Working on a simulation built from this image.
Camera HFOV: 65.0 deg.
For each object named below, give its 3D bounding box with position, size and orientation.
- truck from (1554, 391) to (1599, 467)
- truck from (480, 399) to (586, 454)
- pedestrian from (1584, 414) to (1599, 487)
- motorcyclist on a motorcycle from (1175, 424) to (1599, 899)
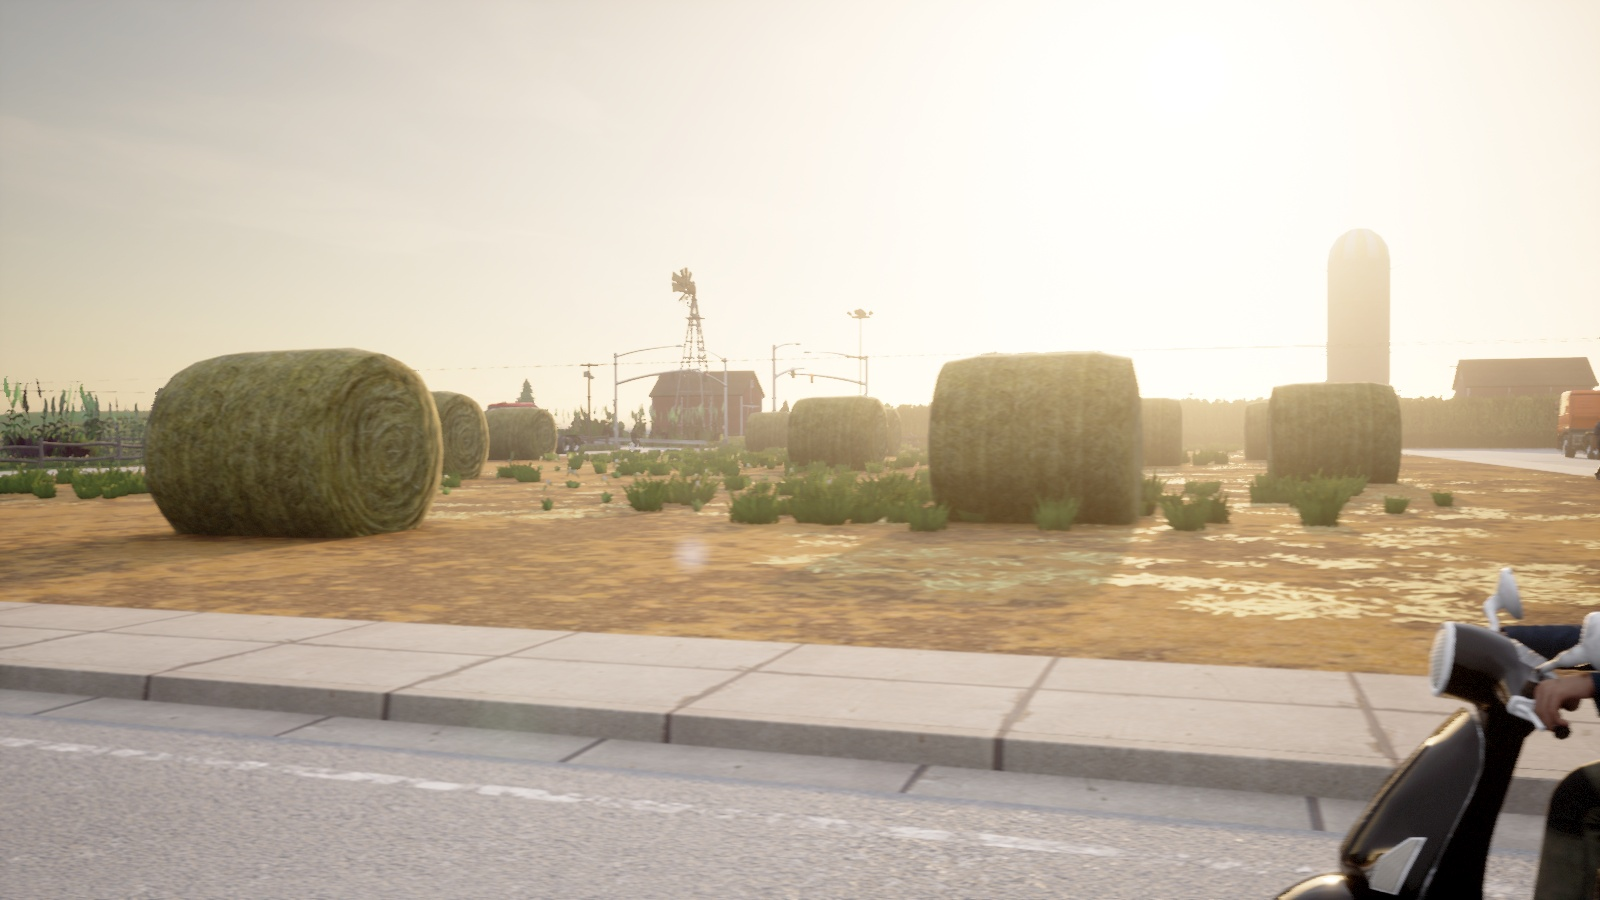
[{"bbox_3d":[38.955,-1.017,60.359,2.891,3.462,7.936,0,1,18],"label":"truck"},{"bbox_3d":[-17.442,-1.541,82.704,2.891,3.462,7.936,1,1,21],"label":"truck"},{"bbox_3d":[20.615,0.002,32.232,0.540,1.848,0.694,0,1,5],"label":"pedestrian"},{"bbox_3d":[1.742,0.745,2.606,1.817,1.590,0.866,0,1,19],"label":"motorcyclist on a motorcycle"}]
